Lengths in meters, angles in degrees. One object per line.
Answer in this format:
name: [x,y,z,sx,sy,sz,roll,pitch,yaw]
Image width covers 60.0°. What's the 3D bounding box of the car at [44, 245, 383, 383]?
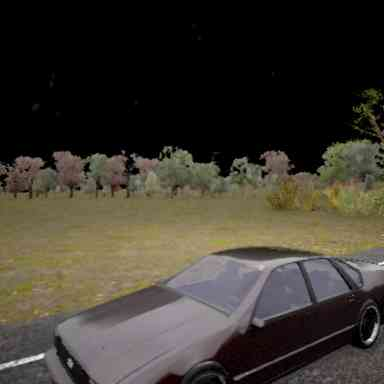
car: [0.936,1.538,4.678,5.357,1.411,2.033,0,0,-36]
